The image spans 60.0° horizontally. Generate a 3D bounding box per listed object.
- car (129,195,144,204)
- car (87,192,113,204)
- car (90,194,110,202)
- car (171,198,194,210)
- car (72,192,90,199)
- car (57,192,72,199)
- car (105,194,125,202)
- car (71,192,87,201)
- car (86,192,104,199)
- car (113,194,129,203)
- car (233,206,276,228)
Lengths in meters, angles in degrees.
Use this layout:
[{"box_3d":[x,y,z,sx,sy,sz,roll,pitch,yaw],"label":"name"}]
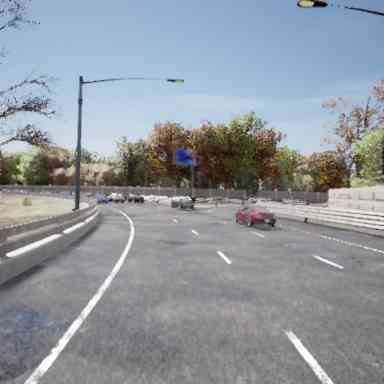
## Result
[{"box_3d":[-10.507,1.307,61.440,1.882,1.535,5.008,2,0,-32],"label":"car"},{"box_3d":[-15.757,1.219,56.613,2.033,1.411,5.357,2,0,-32],"label":"car"},{"box_3d":[-18.667,1.136,67.115,2.128,1.511,4.902,2,0,-39],"label":"car"},{"box_3d":[-1.299,1.549,43.130,2.128,1.511,4.902,2,0,-22],"label":"car"},{"box_3d":[-25.093,0.760,74.936,1.837,1.490,4.892,2,0,-45],"label":"car"},{"box_3d":[-27.693,0.660,72.594,1.882,1.535,5.008,2,0,-45],"label":"car"},{"box_3d":[-16.164,1.164,69.588,1.882,1.535,5.008,2,0,-39],"label":"car"},{"box_3d":[-21.088,1.081,64.532,2.033,1.411,5.357,2,0,-36],"label":"car"},{"box_3d":[-22.493,0.839,77.277,1.837,1.490,4.892,2,0,-45],"label":"car"},{"box_3d":[-13.646,1.338,59.863,1.895,1.301,4.718,2,0,-32],"label":"car"},{"box_3d":[4.458,1.700,23.979,1.812,1.442,4.674,2,0,-11],"label":"car"}]
